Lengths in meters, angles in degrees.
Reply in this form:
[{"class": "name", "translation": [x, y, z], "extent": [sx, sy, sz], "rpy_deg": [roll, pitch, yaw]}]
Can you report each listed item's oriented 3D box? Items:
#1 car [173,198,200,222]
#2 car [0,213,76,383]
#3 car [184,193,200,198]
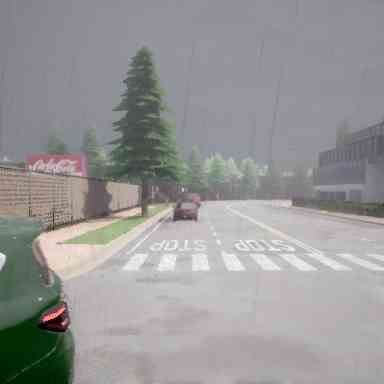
[{"class": "car", "translation": [-0.449, 1.498, 26.224], "extent": [1.882, 1.535, 5.008], "rpy_deg": [0, 0, 1]}, {"class": "car", "translation": [-3.519, 1.259, 1.872], "extent": [2.150, 2.045, 5.566], "rpy_deg": [5, 4, 45]}, {"class": "car", "translation": [0.079, 1.191, 51.657], "extent": [2.150, 2.045, 5.566], "rpy_deg": [0, 0, 4]}]
